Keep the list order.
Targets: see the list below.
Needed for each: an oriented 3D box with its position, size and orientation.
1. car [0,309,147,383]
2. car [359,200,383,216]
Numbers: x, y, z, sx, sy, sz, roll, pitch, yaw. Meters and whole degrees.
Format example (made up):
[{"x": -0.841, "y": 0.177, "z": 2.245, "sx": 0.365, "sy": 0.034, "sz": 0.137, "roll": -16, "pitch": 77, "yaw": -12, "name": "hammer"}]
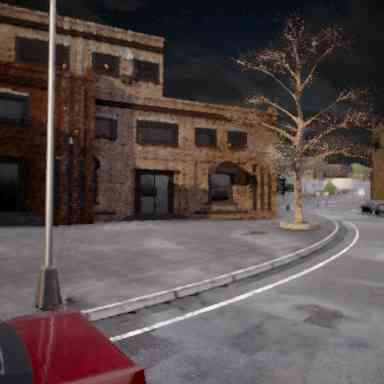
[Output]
[{"x": -2.770, "y": 1.638, "z": 2.083, "sx": 4.718, "sy": 1.301, "sz": 1.895, "roll": 0, "pitch": 0, "yaw": -36, "name": "car"}, {"x": 18.145, "y": 1.522, "z": 32.745, "sx": 2.128, "sy": 1.511, "sz": 4.902, "roll": 1, "pitch": 0, "yaw": 5, "name": "car"}]
